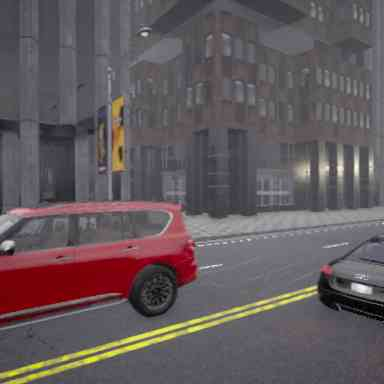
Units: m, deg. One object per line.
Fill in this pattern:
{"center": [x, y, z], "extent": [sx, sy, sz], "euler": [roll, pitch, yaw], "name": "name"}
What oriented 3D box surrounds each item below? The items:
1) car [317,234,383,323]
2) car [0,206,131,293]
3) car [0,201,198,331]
{"center": [4.384, 1.544, 6.568], "extent": [4.181, 1.385, 1.994], "euler": [0, 0, -36], "name": "car"}
{"center": [-4.159, 1.348, 8.701], "extent": [4.553, 1.767, 2.097], "euler": [0, 0, -35], "name": "car"}
{"center": [-2.478, 1.218, 5.909], "extent": [5.566, 2.045, 2.150], "euler": [0, 0, -36], "name": "car"}
